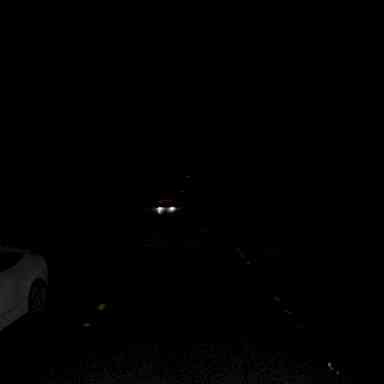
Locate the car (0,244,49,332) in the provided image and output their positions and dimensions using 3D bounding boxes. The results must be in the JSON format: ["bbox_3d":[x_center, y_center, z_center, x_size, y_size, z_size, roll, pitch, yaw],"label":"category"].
[{"bbox_3d":[-3.596,1.503,4.566,1.812,1.442,4.674,0,0,0],"label":"car"}]

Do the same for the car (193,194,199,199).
[{"bbox_3d":[1.097,1.275,91.388,1.812,1.442,4.674,0,0,0],"label":"car"}]

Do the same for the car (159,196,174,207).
[{"bbox_3d":[-3.561,1.321,46.745,1.882,1.535,5.008,0,0,0],"label":"car"}]

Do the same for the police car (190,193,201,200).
[{"bbox_3d":[1.091,1.193,81.497,1.930,1.638,5.238,0,0,0],"label":"police car"}]
